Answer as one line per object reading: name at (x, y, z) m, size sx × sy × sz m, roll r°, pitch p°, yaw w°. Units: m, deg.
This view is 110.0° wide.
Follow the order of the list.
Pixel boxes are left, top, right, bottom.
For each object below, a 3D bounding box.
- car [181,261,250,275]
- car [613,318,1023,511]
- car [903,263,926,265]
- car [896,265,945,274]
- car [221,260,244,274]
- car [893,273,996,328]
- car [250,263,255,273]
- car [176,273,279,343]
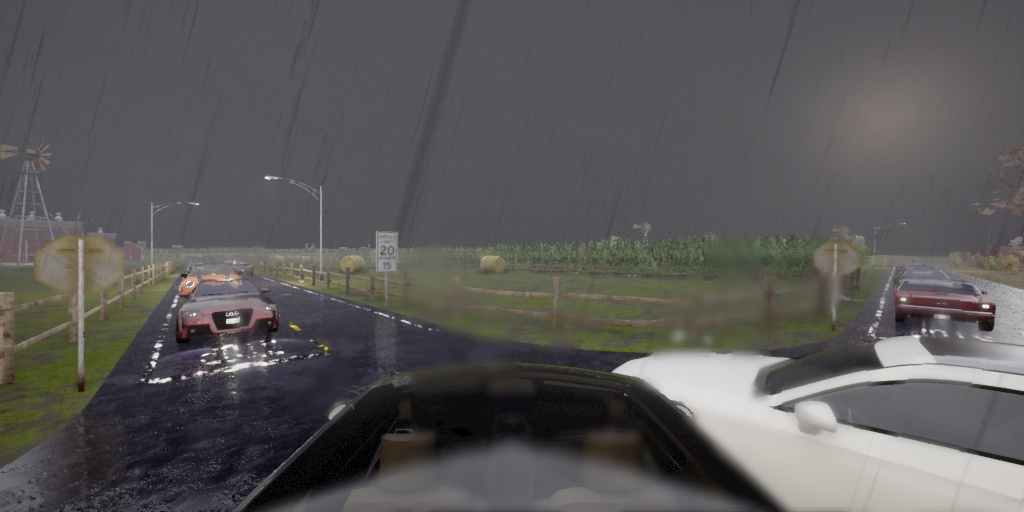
car at (-13.702, 1.137, 16.446) m, size 2.097 × 1.767 × 4.553 m, roll 0°, pitch 0°, yaw -42°
car at (2.840, 1.294, 2.360) m, size 1.812 × 1.442 × 4.674 m, roll 0°, pitch 1°, yaw -44°
car at (27.371, 1.394, 24.218) m, size 4.181 × 1.385 × 1.994 m, roll 0°, pitch 1°, yaw -43°
car at (20.611, 1.358, 17.970) m, size 5.357 × 1.411 × 2.033 m, roll 0°, pitch 1°, yaw -43°
car at (-33.664, 1.296, 43.151) m, size 1.837 × 1.490 × 4.892 m, roll 0°, pitch 0°, yaw -41°
car at (13.528, 1.395, 11.413) m, size 4.718 × 1.301 × 1.895 m, roll 0°, pitch 1°, yaw -43°
car at (-26.950, 1.276, 35.687) m, size 2.128 × 1.511 × 4.902 m, roll 0°, pitch 0°, yaw -41°
car at (-7.932, 1.353, 9.957) m, size 1.994 × 1.385 × 4.181 m, roll 0°, pitch 0°, yaw -42°
